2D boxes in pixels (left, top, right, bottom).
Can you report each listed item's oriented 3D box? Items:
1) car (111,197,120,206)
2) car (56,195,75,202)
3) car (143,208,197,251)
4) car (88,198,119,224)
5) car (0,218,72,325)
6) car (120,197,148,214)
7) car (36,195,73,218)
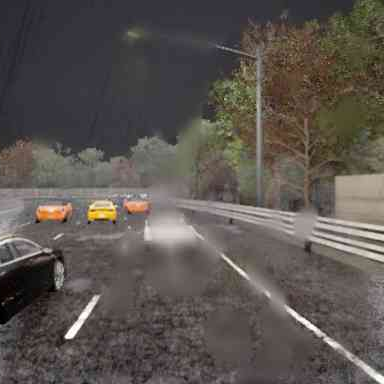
[{"bbox_3d":[-11.474,1.424,49.856,2.128,1.511,4.902,0,0,-21],"label":"car"},{"bbox_3d":[-28.080,1.468,73.731,2.128,1.511,4.902,0,0,-43],"label":"car"},{"bbox_3d":[-1.025,1.573,13.948,1.895,1.301,4.718,0,0,-7],"label":"car"},{"bbox_3d":[-6.722,1.447,25.053,1.882,1.535,5.008,0,0,-14],"label":"car"},{"bbox_3d":[-3.777,1.493,5.907,2.128,1.511,4.902,0,0,-4],"label":"car"},{"bbox_3d":[-5.901,1.295,34.627,2.097,1.767,4.553,0,0,-17],"label":"car"},{"bbox_3d":[-10.426,1.335,25.430,2.097,1.767,4.553,0,0,-14],"label":"car"}]
